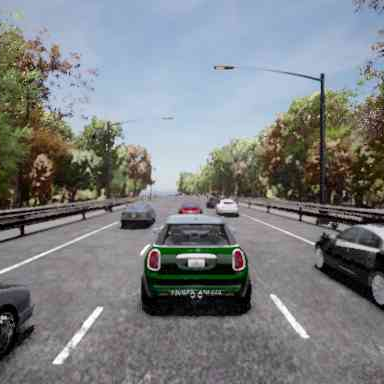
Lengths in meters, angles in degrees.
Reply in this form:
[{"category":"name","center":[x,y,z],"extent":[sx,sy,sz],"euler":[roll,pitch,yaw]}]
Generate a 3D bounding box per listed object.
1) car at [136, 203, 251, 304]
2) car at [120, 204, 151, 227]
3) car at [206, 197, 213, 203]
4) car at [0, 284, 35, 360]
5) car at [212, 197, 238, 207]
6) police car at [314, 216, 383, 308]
[{"category":"car","center":[0.073,1.328,8.260],"extent":[2.097,1.767,4.553],"euler":[0,0,0]},{"category":"car","center":[-3.551,1.492,22.531],"extent":[2.033,1.411,5.357],"euler":[0,0,-1]},{"category":"car","center":[2.883,1.438,46.542],"extent":[1.812,1.442,4.674],"euler":[0,0,-1]},{"category":"car","center":[-3.407,1.537,2.803],"extent":[2.033,1.411,5.357],"euler":[0,0,0]},{"category":"car","center":[3.260,1.456,31.386],"extent":[1.812,1.442,4.674],"euler":[0,0,-1]},{"category":"police car","center":[4.537,1.404,7.961],"extent":[1.930,1.638,5.238],"euler":[0,0,0]}]
